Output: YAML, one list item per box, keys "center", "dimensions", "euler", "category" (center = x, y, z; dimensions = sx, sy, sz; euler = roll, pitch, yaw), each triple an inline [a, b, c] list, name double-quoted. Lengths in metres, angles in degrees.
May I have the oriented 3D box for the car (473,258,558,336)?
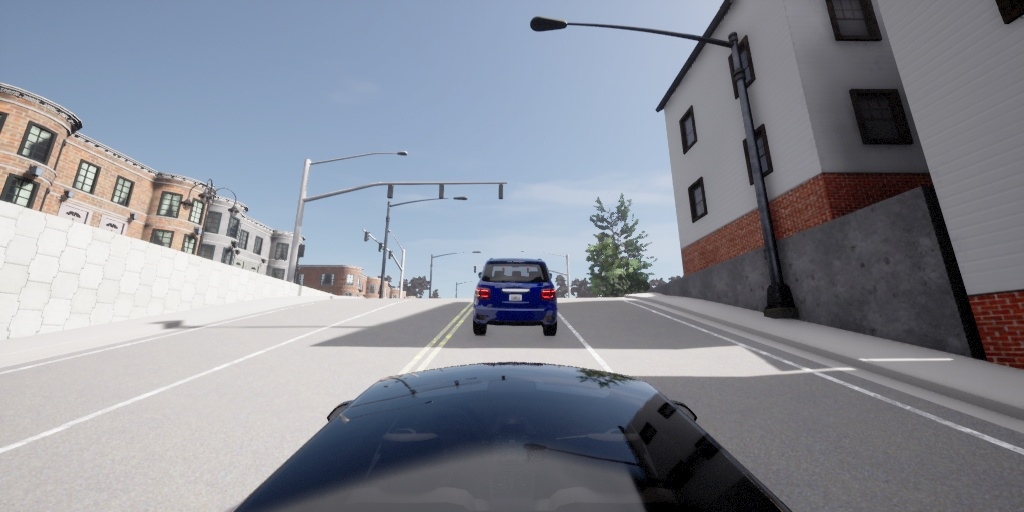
- center: [0.094, 1.097, 11.036]
  dimensions: [2.150, 2.045, 5.566]
  euler: [1, -1, 0]
  category: "car"
